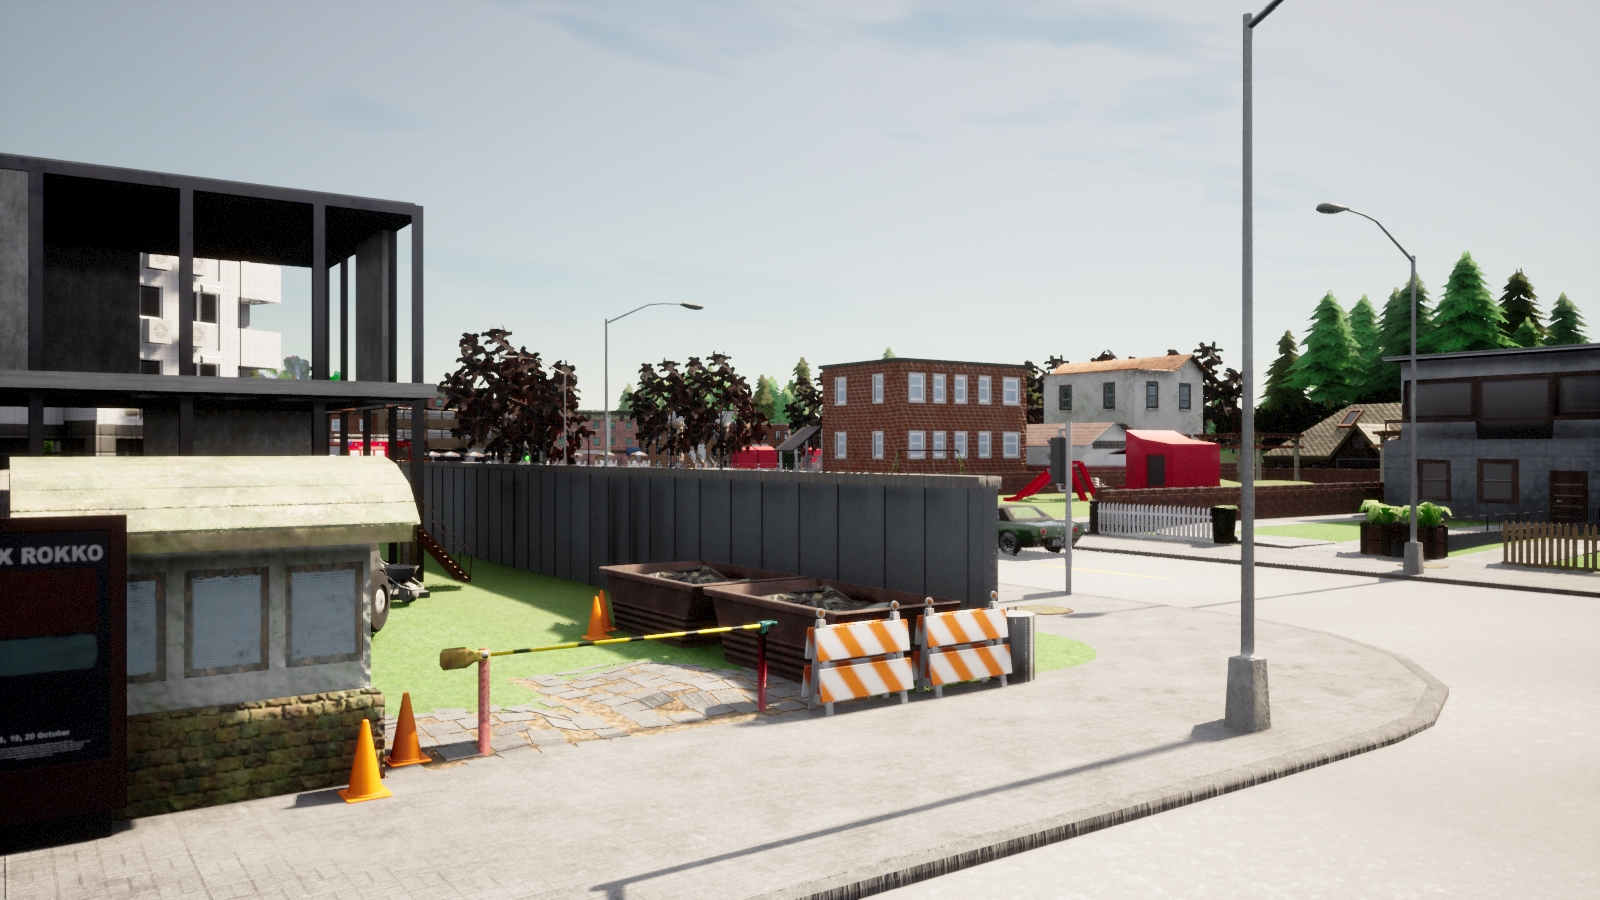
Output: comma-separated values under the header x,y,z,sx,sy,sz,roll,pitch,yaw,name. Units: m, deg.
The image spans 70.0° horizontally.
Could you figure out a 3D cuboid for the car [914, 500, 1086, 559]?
x,y,z,sx,sy,sz,roll,pitch,yaw,name
5.444,2.146,31.685,1.895,1.301,4.718,0,0,-35,car
